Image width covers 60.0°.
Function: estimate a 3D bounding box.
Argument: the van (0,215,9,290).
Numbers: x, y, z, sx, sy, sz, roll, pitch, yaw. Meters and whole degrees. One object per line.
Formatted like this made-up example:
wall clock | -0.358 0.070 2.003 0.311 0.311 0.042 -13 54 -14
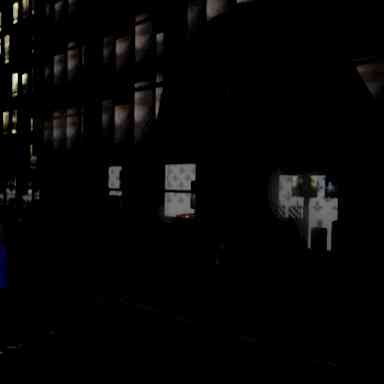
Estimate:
van | -5.335 1.154 6.669 3.998 1.788 1.690 2 1 35
